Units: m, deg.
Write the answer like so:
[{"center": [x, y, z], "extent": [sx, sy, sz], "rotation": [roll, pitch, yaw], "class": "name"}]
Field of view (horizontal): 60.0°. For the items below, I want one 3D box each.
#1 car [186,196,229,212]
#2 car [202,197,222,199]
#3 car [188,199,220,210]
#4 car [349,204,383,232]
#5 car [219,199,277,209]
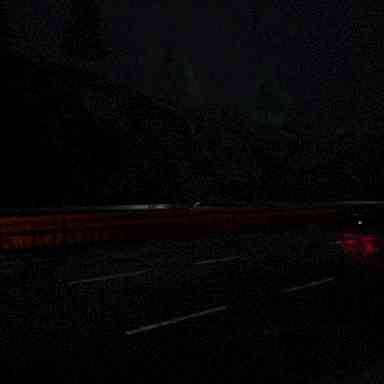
[{"center": [1.794, 1.341, 38.507], "extent": [4.553, 1.767, 2.097], "rotation": [0, 0, -30], "class": "car"}, {"center": [3.032, 1.537, 35.246], "extent": [5.357, 1.411, 2.033], "rotation": [0, 0, -30], "class": "car"}, {"center": [1.933, 1.592, 30.520], "extent": [4.718, 1.301, 1.895], "rotation": [0, 0, -31], "class": "car"}, {"center": [11.364, 1.482, 19.609], "extent": [4.902, 1.511, 2.128], "rotation": [0, 0, -31], "class": "car"}, {"center": [5.167, 1.482, 28.362], "extent": [4.902, 1.511, 2.128], "rotation": [0, 0, -30], "class": "car"}]
